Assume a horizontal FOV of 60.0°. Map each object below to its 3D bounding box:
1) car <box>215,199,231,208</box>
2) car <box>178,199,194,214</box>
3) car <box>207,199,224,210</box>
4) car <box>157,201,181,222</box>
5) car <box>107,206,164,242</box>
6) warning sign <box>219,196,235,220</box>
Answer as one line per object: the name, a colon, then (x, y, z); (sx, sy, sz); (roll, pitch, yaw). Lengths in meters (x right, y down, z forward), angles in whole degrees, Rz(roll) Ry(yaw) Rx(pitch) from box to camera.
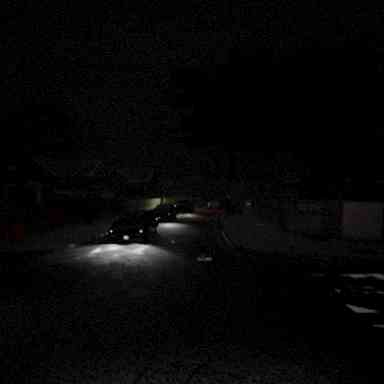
car: (5.619, 2.036, 60.520); (2.033, 1.411, 5.357); (0, 0, 15)
car: (-1.000, 1.679, 40.785); (2.097, 1.767, 4.553); (0, 0, 8)
car: (3.517, 1.947, 50.475); (1.812, 1.442, 4.674); (0, 0, 12)
car: (-2.359, 1.745, 28.415); (1.812, 1.442, 4.674); (0, -1, 5)
car: (-2.914, 1.682, 17.604); (2.033, 1.411, 5.357); (0, 0, 1)
warning sign: (2.943, 1.344, 28.119); (1.300, 1.860, 1.060); (3, 2, 4)
